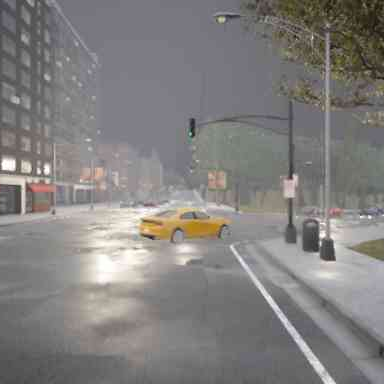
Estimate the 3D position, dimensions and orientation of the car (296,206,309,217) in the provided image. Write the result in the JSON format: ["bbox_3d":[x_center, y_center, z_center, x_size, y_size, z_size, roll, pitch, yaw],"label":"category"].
[{"bbox_3d":[16.144,2.649,45.999,4.674,1.442,1.812,3,-2,-44],"label":"car"}]

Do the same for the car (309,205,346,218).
[{"bbox_3d":[17.459,2.429,42.720,4.553,1.767,2.097,3,-2,-45],"label":"car"}]

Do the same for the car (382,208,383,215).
[{"bbox_3d":[37.567,3.715,62.815,1.895,1.301,4.718,0,-2,45],"label":"car"}]

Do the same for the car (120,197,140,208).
[{"bbox_3d":[-9.772,1.606,51.982,2.097,1.767,4.553,0,-1,1],"label":"car"}]

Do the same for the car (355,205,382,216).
[{"bbox_3d":[28.658,3.194,53.881,1.994,1.385,4.181,0,-2,45],"label":"car"}]

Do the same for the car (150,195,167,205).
[{"bbox_3d":[-6.497,1.894,64.715,1.837,1.490,4.892,0,0,0],"label":"car"}]

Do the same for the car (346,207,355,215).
[{"bbox_3d":[27.074,3.272,56.891,1.895,1.301,4.718,0,-2,45],"label":"car"}]

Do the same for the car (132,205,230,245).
[{"bbox_3d":[-0.195,1.541,16.049,5.008,1.535,1.882,1,0,-44],"label":"car"}]

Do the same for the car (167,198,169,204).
[{"bbox_3d":[-6.485,2.169,79.759,1.895,1.301,4.718,0,-1,0],"label":"car"}]

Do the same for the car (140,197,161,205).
[{"bbox_3d":[-6.517,1.858,52.325,1.895,1.301,4.718,0,-1,1],"label":"car"}]
